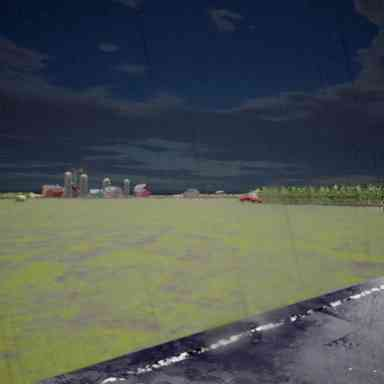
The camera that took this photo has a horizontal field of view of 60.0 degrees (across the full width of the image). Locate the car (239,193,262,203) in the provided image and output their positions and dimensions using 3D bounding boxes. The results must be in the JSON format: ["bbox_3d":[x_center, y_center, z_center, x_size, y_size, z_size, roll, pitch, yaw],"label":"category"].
[{"bbox_3d":[12.734,1.340,72.499,2.150,2.045,5.566,0,-1,-34],"label":"car"}]
